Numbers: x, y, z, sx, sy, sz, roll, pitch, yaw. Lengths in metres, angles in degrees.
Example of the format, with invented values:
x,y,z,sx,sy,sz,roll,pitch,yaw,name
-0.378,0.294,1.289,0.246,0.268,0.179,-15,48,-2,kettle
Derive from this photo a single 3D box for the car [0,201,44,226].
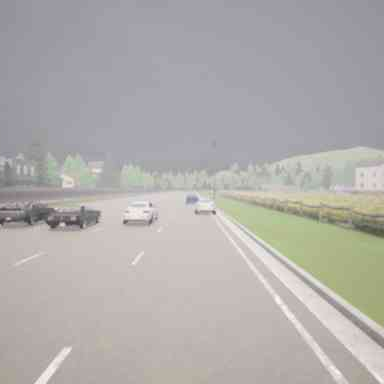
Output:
x,y,z,sx,sy,sz,roll,pitch,yaw,name
-10.407,1.303,21.334,2.128,1.511,4.902,0,1,0,car

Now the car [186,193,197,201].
x,y,z,sx,sy,sz,roll,pitch,yaw,name
-0.021,0.906,66.175,2.128,1.511,4.902,0,1,0,car

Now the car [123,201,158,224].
x,y,z,sx,sy,sz,roll,pitch,yaw,name
-3.420,1.328,22.507,1.812,1.442,4.674,0,1,0,car

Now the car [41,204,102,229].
x,y,z,sx,sy,sz,roll,pitch,yaw,name
-6.906,1.425,19.965,1.895,1.301,4.718,0,1,0,car

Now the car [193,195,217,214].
x,y,z,sx,sy,sz,roll,pitch,yaw,name
1.215,1.255,30.951,1.812,1.442,4.674,0,1,0,car

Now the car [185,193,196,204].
x,y,z,sx,sy,sz,roll,pitch,yaw,name
-0.011,1.026,51.546,1.882,1.535,5.008,0,1,0,car
